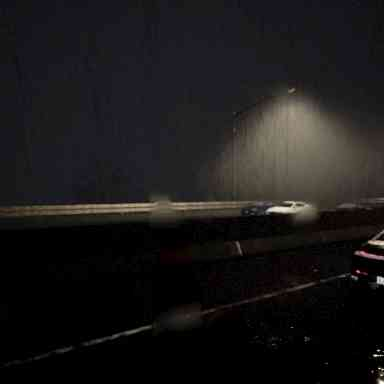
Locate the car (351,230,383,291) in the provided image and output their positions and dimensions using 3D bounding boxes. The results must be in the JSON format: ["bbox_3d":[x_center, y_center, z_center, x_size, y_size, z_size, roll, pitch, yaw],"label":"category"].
[{"bbox_3d":[5.652,1.477,7.728,4.902,1.511,2.128,0,0,-35],"label":"car"}]

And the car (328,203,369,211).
[{"bbox_3d":[12.049,1.528,25.238,4.181,1.385,1.994,0,0,-35],"label":"car"}]

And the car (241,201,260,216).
[{"bbox_3d":[6.354,1.527,29.810,4.181,1.385,1.994,0,0,-35],"label":"car"}]

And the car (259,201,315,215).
[{"bbox_3d":[7.916,1.491,26.637,4.674,1.442,1.812,0,0,-35],"label":"car"}]
